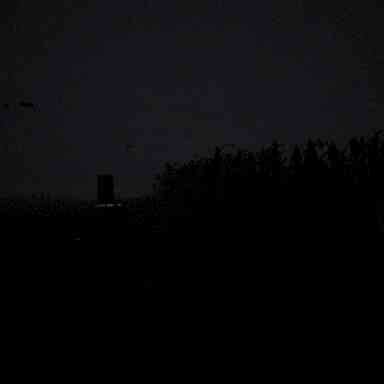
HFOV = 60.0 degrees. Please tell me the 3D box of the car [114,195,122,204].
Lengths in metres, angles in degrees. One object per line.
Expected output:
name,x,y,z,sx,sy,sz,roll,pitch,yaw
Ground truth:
car,-12.102,1.125,52.165,2.033,1.411,5.357,-1,1,-4
